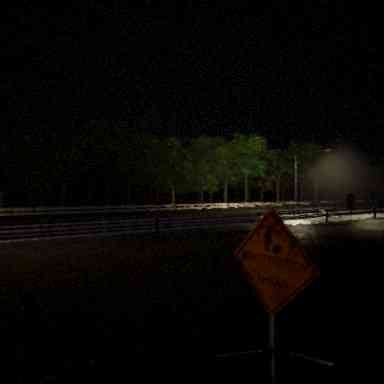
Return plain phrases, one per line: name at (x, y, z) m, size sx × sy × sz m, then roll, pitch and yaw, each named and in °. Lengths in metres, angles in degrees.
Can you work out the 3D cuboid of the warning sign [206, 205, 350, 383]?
warning sign at (0.989, 1.119, 4.019) m, size 1.060 × 1.860 × 1.300 m, roll 0°, pitch 0°, yaw -36°
